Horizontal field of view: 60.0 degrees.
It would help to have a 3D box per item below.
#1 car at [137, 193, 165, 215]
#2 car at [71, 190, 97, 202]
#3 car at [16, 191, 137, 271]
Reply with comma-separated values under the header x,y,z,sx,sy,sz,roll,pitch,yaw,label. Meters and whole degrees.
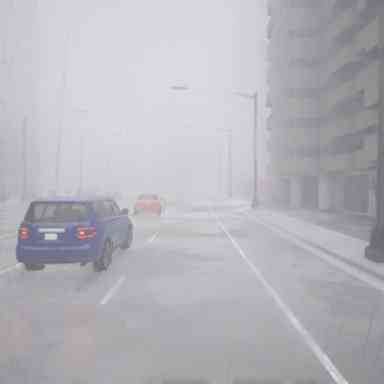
x,y,z,sx,sy,sz,roll,pitch,yaw,label
-3.401,0.849,27.230,2.097,1.767,4.553,0,2,0,car
-14.083,0.508,43.522,1.994,1.385,4.181,0,2,0,car
-3.399,1.133,10.702,2.150,2.045,5.566,0,1,0,car
